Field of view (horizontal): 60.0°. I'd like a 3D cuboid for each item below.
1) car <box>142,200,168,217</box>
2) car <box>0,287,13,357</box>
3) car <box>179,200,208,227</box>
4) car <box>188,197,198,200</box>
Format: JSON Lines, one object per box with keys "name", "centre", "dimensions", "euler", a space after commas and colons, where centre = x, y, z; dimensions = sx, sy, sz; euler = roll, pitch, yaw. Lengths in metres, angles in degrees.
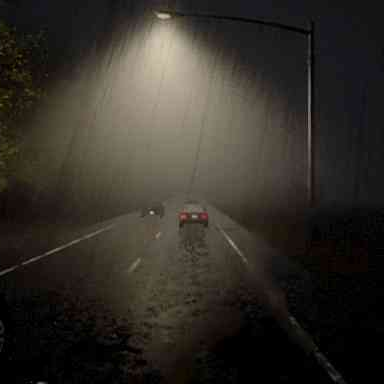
{"name": "car", "centre": [-3.401, 1.479, 30.598], "dimensions": [1.837, 1.490, 4.892], "euler": [0, 0, 0]}
{"name": "car", "centre": [-3.400, 1.490, 2.681], "dimensions": [2.128, 1.511, 4.902], "euler": [0, 0, 0]}
{"name": "car", "centre": [0.100, 1.528, 22.569], "dimensions": [2.033, 1.411, 5.357], "euler": [0, 0, 0]}
{"name": "car", "centre": [0.099, 1.498, 49.144], "dimensions": [2.033, 1.411, 5.357], "euler": [0, 0, 0]}
